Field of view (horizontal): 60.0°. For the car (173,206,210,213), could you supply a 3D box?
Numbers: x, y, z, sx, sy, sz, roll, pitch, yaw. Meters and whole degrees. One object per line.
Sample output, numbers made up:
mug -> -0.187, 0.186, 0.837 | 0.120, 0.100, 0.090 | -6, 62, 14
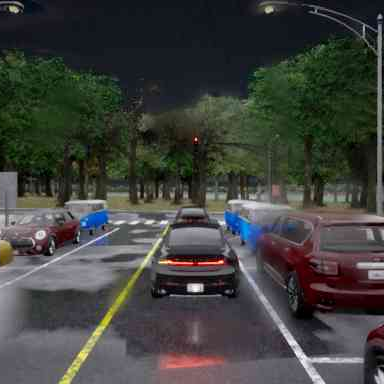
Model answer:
car -> 0.002, 1.505, 17.914 | 1.837, 1.490, 4.892 | 0, 0, -1

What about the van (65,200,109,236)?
van -> -5.773, 1.341, 18.209 | 1.690, 1.788, 3.998 | 0, 0, 0

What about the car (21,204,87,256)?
car -> -5.770, 1.440, 12.771 | 1.967, 1.590, 4.097 | 0, 0, 0

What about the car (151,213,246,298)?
car -> 0.073, 1.504, 8.510 | 1.837, 1.490, 4.892 | 0, 0, 0

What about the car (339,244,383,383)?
car -> 2.762, 1.440, 1.901 | 1.967, 1.590, 4.097 | 0, 0, 0

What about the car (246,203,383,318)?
car -> 2.758, 1.314, 7.339 | 2.192, 1.841, 5.009 | 0, 0, 0

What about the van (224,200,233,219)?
van -> 2.752, 1.341, 18.214 | 1.690, 1.788, 3.998 | 0, 0, 0

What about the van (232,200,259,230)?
van -> 2.755, 1.341, 12.776 | 1.690, 1.788, 3.998 | 0, 0, 0

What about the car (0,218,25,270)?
car -> -5.767, 1.525, 7.164 | 1.752, 1.417, 4.829 | 0, 0, 0
